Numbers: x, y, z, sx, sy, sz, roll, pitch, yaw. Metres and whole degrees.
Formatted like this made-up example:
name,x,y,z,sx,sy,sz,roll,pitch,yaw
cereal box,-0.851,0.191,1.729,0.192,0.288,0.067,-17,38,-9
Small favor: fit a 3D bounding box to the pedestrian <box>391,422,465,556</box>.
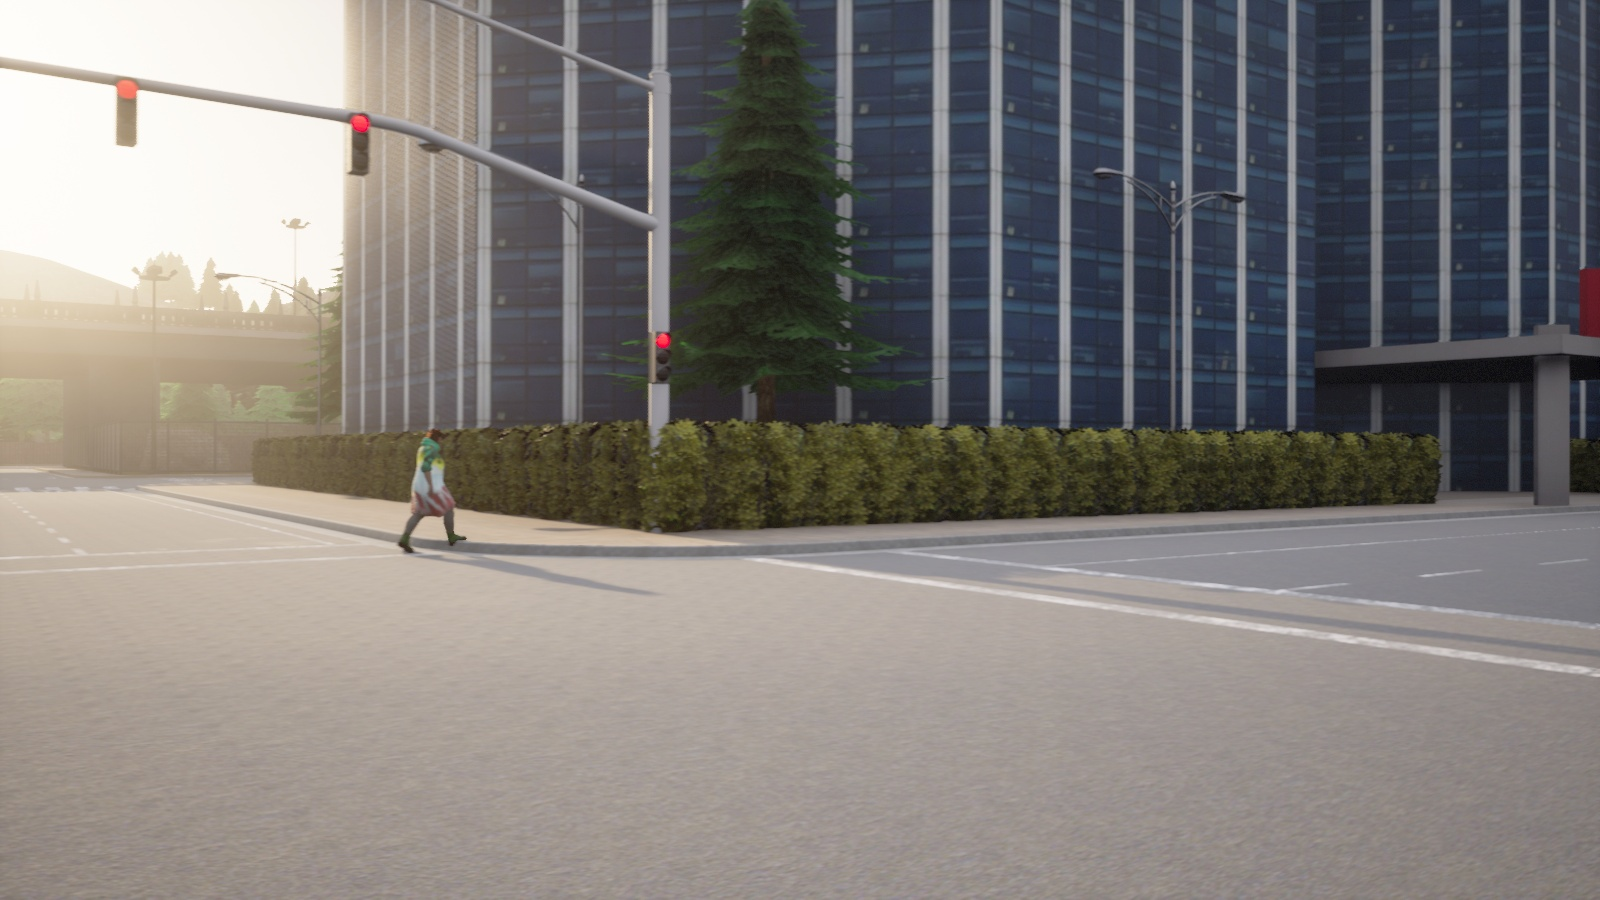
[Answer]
name,x,y,z,sx,sy,sz,roll,pitch,yaw
pedestrian,-5.550,0.567,18.726,0.873,1.952,0.659,0,0,-38
